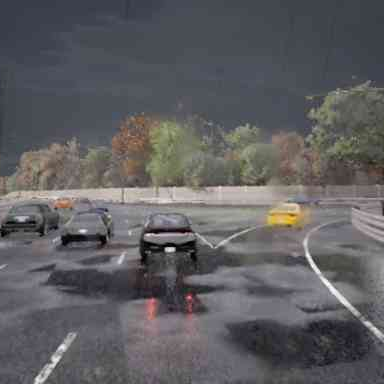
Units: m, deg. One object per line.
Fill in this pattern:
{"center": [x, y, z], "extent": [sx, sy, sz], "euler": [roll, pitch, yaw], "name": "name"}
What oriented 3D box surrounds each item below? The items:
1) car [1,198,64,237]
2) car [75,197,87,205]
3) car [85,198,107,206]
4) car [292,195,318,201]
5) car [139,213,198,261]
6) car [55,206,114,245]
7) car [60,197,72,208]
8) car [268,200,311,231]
{"center": [-8.886, 1.424, 18.697], "extent": [2.097, 1.767, 4.553], "euler": [0, 0, -10], "name": "car"}
{"center": [-21.731, 1.715, 65.717], "extent": [1.837, 1.490, 4.892], "euler": [0, 0, -36], "name": "car"}
{"center": [-11.228, 1.666, 39.846], "extent": [2.033, 1.411, 5.357], "euler": [0, 0, -22], "name": "car"}
{"center": [14.278, 1.191, 43.876], "extent": [4.674, 1.442, 1.812], "euler": [0, 0, 5], "name": "car"}
{"center": [-0.928, 1.517, 12.398], "extent": [2.128, 1.511, 4.902], "euler": [0, 0, -6], "name": "car"}
{"center": [-4.869, 1.613, 15.938], "extent": [1.994, 1.385, 4.181], "euler": [0, 0, -9], "name": "car"}
{"center": [-17.498, 1.507, 45.063], "extent": [2.097, 1.767, 4.553], "euler": [0, 0, -25], "name": "car"}
{"center": [6.213, 1.487, 20.928], "extent": [1.882, 1.535, 5.008], "euler": [-1, 0, 28], "name": "car"}
